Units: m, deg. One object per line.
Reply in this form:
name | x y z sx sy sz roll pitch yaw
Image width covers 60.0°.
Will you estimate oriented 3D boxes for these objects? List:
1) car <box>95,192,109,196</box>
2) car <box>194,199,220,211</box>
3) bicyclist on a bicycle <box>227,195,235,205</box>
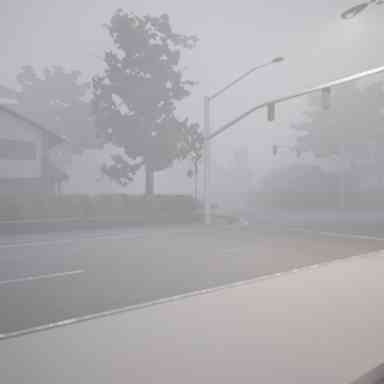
car | -20.393 0.986 75.314 2.150 2.045 5.566 0 0 -36
car | 0.996 1.495 40.246 2.033 1.411 5.357 0 0 -36
bicyclist on a bicycle | 5.957 1.229 51.183 1.656 1.620 0.582 0 0 -36
